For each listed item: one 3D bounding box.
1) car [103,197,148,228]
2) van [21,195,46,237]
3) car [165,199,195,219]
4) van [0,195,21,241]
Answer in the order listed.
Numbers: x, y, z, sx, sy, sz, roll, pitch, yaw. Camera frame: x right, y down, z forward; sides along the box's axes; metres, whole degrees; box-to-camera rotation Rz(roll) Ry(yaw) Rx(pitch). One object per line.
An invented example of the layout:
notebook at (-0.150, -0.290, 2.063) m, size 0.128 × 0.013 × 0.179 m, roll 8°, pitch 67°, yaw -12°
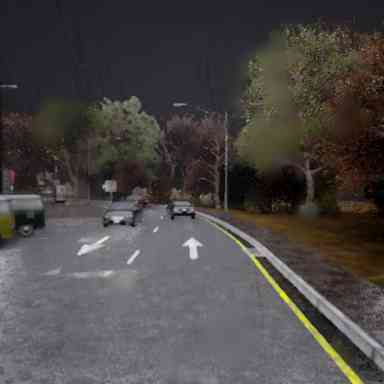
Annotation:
car at (-4.130, 1.305, 20.577) m, size 2.128 × 1.511 × 4.902 m, roll 0°, pitch 1°, yaw -1°
van at (-9.436, 1.137, 15.931) m, size 4.442 × 1.987 × 1.878 m, roll -1°, pitch 1°, yaw -21°
car at (-0.993, 1.288, 26.138) m, size 2.033 × 1.411 × 5.357 m, roll 0°, pitch 1°, yaw -10°
van at (-9.401, 1.177, 12.931) m, size 4.442 × 1.987 × 1.878 m, roll -1°, pitch 1°, yaw -21°
